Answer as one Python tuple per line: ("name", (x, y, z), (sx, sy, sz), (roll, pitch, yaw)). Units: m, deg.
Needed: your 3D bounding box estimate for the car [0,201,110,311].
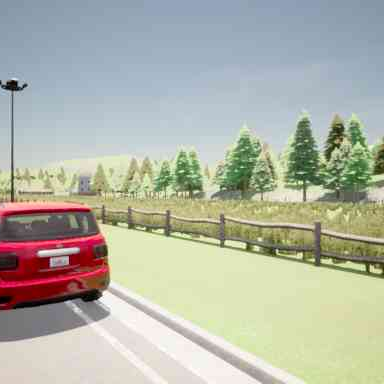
("car", (-3.772, 1.224, 7.545), (2.150, 2.045, 5.566), (0, 0, -37))
